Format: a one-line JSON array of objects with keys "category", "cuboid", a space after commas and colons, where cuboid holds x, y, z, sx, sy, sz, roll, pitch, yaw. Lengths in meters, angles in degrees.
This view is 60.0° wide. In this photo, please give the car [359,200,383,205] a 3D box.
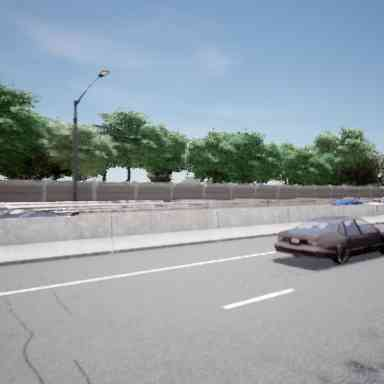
[{"category": "car", "cuboid": [23.882, 1.664, 42.507, 4.718, 1.301, 1.895, 0, 0, -35]}]

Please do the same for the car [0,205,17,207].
[{"category": "car", "cuboid": [-9.825, 1.568, 18.479, 4.181, 1.385, 1.994, 0, 0, -36]}]

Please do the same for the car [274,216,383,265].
[{"category": "car", "cuboid": [5.264, 1.566, 11.795, 5.357, 1.411, 2.033, 0, 0, -35]}]

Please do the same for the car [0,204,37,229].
[{"category": "car", "cuboid": [-12.473, 1.528, 20.891, 4.674, 1.442, 1.812, 0, 0, -36]}]

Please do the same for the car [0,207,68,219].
[{"category": "car", "cuboid": [-7.438, 1.569, 15.884, 4.181, 1.385, 1.994, 0, 0, -36]}]

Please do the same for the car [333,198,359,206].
[{"category": "car", "cuboid": [20.917, 1.539, 44.692, 5.008, 1.535, 1.882, 0, 0, -35]}]
